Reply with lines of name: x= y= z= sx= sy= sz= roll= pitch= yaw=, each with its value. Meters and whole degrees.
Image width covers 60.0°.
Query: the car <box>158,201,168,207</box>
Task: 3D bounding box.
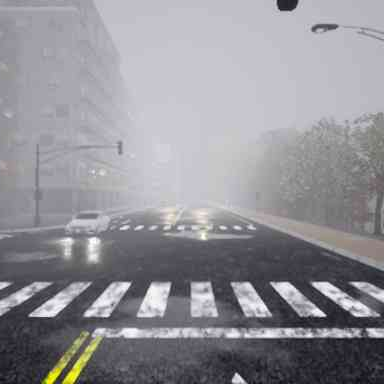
car: x=-6.492 y=2.648 z=74.134 sx=1.812 sy=1.442 sz=4.674 roll=0 pitch=-1 yaw=0

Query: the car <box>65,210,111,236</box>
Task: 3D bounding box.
car: x=-6.489 y=1.933 z=21.315 sx=1.812 sy=1.442 sz=4.674 roll=0 pitch=0 yaw=0
